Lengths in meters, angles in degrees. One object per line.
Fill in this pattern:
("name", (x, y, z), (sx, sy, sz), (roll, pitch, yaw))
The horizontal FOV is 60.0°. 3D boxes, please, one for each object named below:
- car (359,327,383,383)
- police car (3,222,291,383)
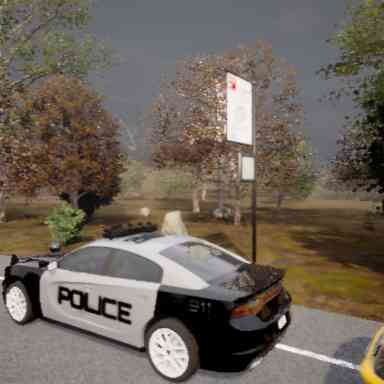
("car", (4.014, 1.430, 1.943), (5.366, 1.575, 1.801), (1, 1, 37))
("police car", (-1.106, 1.352, 5.426), (5.238, 1.638, 1.930), (0, 1, 32))
